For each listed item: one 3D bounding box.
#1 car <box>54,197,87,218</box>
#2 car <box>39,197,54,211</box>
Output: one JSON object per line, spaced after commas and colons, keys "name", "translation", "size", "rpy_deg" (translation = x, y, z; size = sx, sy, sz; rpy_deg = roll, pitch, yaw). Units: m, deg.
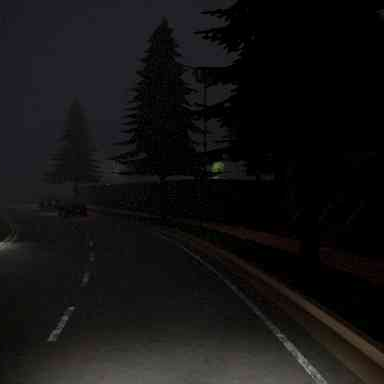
{"name": "car", "translation": [-11.239, 1.485, 31.021], "size": [1.882, 1.535, 5.008], "rpy_deg": [0, 0, -32]}
{"name": "car", "translation": [-17.313, 1.362, 40.690], "size": [2.097, 1.767, 4.553], "rpy_deg": [0, 0, -32]}
